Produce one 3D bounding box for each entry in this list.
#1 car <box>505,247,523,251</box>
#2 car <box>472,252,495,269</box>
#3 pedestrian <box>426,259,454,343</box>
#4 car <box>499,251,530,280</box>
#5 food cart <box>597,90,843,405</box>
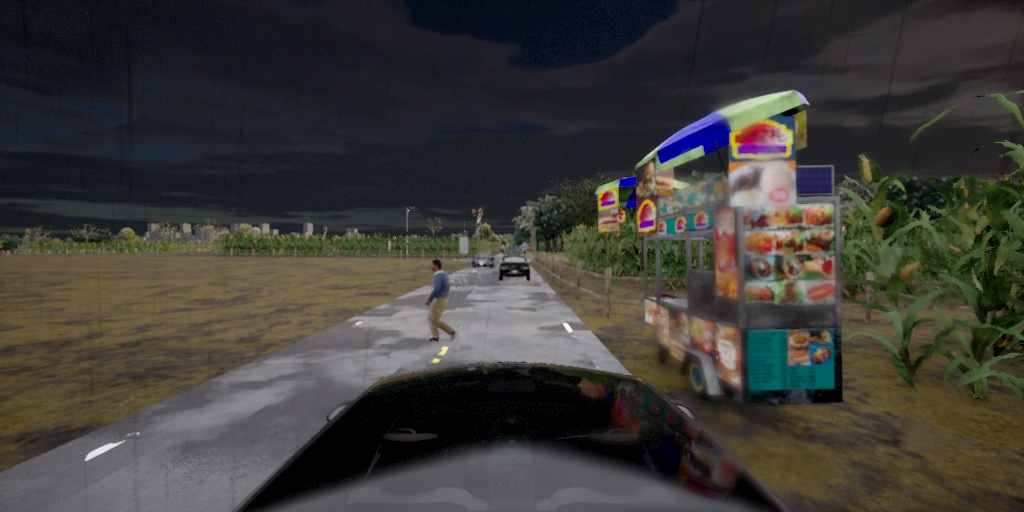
[{"bbox_3d":[0.185,0.120,35.341,2.150,2.045,5.566,0,1,1],"label":"car"},{"bbox_3d":[-2.627,0.421,34.126,2.128,1.511,4.902,0,1,1],"label":"car"},{"bbox_3d":[-1.515,0.895,7.546,0.375,1.860,0.375,1,0,0],"label":"pedestrian"},{"bbox_3d":[0.171,0.680,23.303,1.882,1.535,5.008,0,2,0],"label":"car"},{"bbox_3d":[3.145,0.109,5.913,2.280,3.560,4.660,0,0,0],"label":"food cart"}]
